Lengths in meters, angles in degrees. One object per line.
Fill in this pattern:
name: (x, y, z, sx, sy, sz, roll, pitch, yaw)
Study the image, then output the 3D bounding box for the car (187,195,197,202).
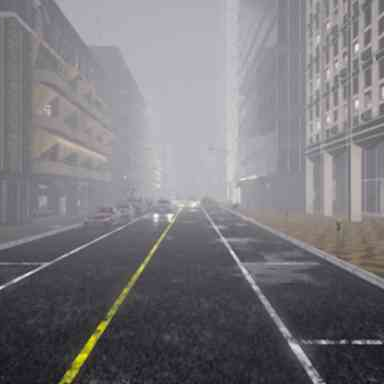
car: (0.011, 1.459, 72.973, 1.837, 1.490, 4.892, 0, 0, 0)

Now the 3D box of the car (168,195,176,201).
car: (-5.676, 1.601, 95.121, 1.967, 1.590, 4.097, 0, 0, 0)

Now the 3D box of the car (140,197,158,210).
car: (-5.683, 1.500, 44.285, 1.967, 1.590, 4.097, 0, 0, 0)

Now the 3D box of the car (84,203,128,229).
car: (-5.687, 1.606, 21.690, 1.802, 1.307, 4.206, 0, 0, 0)

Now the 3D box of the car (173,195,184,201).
car: (-2.988, 1.370, 78.579, 1.882, 1.535, 5.008, 0, 0, 0)

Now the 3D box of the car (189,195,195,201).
car: (0.015, 1.555, 90.266, 1.812, 1.442, 4.674, 0, 0, 0)

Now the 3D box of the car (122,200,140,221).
car: (-5.686, 1.615, 27.339, 1.802, 1.307, 4.206, 0, 0, 0)

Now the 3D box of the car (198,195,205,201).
car: (2.704, 1.706, 95.120, 1.887, 1.381, 4.507, 0, 0, 0)

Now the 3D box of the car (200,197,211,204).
car: (2.701, 1.666, 66.878, 1.947, 1.339, 4.313, 0, 0, 0)

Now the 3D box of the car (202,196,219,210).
car: (2.697, 1.586, 44.454, 1.752, 1.417, 4.829, 0, 0, 0)

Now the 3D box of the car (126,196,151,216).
car: (-5.686, 1.357, 32.988, 2.192, 1.841, 5.009, 0, 0, 0)

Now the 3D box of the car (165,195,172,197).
car: (-5.681, 1.665, 66.878, 1.947, 1.339, 4.313, 0, 0, 0)

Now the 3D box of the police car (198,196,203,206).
police car: (2.375, 1.503, 55.201, 1.930, 1.638, 5.238, 0, 0, 0)

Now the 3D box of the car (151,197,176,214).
car: (-3.089, 1.574, 36.737, 1.812, 1.442, 4.674, 0, 0, 0)
